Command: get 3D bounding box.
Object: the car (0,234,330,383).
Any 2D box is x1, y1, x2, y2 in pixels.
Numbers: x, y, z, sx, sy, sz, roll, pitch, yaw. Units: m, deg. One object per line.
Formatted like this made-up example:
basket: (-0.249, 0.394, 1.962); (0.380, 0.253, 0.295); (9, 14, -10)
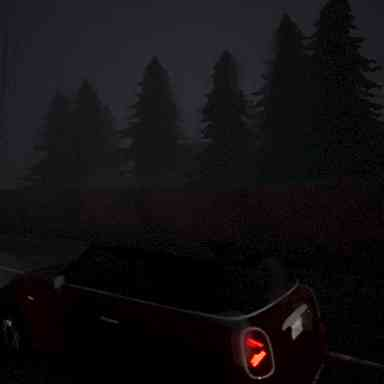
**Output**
car: (-0.698, 1.365, 4.489); (4.553, 1.767, 2.097); (0, 0, 35)
